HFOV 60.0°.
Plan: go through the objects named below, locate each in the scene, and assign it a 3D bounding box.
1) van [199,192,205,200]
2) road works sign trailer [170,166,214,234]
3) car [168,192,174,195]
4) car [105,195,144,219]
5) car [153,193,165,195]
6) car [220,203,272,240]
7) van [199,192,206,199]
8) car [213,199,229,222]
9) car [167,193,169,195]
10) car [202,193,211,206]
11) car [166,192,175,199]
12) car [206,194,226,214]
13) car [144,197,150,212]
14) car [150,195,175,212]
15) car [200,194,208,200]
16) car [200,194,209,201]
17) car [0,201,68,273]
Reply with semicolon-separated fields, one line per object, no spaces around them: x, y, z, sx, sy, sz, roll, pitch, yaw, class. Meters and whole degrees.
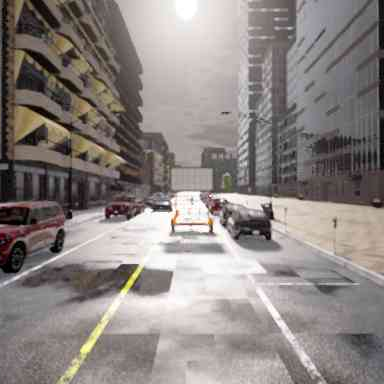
2.729;1.006;60.761;1.690;1.788;3.998;1;0;0;van
0.006;0.360;18.464;2.380;3.560;2.880;0;0;0;road works sign trailer
-5.650;1.156;71.904;2.008;1.369;4.403;1;0;0;car
-5.664;1.162;27.346;2.192;1.841;5.009;1;0;0;car
-5.659;1.276;49.627;2.008;1.369;4.403;1;0;0;car
2.708;1.459;16.206;2.008;1.369;4.403;1;0;0;car
2.740;0.858;88.609;1.690;1.788;3.998;1;0;0;van
2.710;1.428;21.774;2.008;1.369;4.403;1;0;0;car
-5.654;1.191;60.596;1.752;1.417;4.829;1;0;0;car
2.721;1.195;44.052;1.967;1.590;4.097;1;0;0;car
-5.640;0.832;88.613;2.192;1.841;5.009;1;0;0;car
2.716;1.256;32.912;1.967;1.590;4.097;1;0;0;car
-5.666;1.360;32.918;1.887;1.381;4.507;1;0;0;car
-3.076;1.367;35.235;1.994;1.385;4.181;0;0;0;car
2.733;1.100;77.639;1.752;1.417;4.829;1;0;0;car
2.730;1.187;71.900;1.802;1.307;4.206;1;0;0;car
-5.670;1.254;10.639;2.192;1.841;5.009;1;0;0;car
